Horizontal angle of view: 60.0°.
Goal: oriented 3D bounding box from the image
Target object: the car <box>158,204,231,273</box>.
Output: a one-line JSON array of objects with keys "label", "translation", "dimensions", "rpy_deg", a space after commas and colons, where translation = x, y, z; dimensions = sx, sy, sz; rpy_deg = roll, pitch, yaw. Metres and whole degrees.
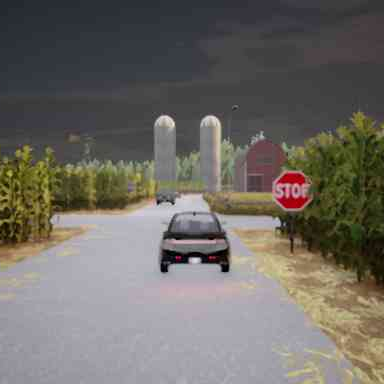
[{"label": "car", "translation": [0.080, 1.340, 10.156], "dimensions": [2.128, 1.511, 4.902], "rpy_deg": [0, 1, 0]}]

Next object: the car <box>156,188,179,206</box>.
[{"label": "car", "translation": [-3.184, 0.560, 41.193], "dimensions": [2.150, 2.045, 5.566], "rpy_deg": [0, 1, 0]}]

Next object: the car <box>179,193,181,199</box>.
[{"label": "car", "translation": [-3.105, 0.559, 62.024], "dimensions": [1.812, 1.442, 4.674], "rpy_deg": [0, 1, 0]}]
